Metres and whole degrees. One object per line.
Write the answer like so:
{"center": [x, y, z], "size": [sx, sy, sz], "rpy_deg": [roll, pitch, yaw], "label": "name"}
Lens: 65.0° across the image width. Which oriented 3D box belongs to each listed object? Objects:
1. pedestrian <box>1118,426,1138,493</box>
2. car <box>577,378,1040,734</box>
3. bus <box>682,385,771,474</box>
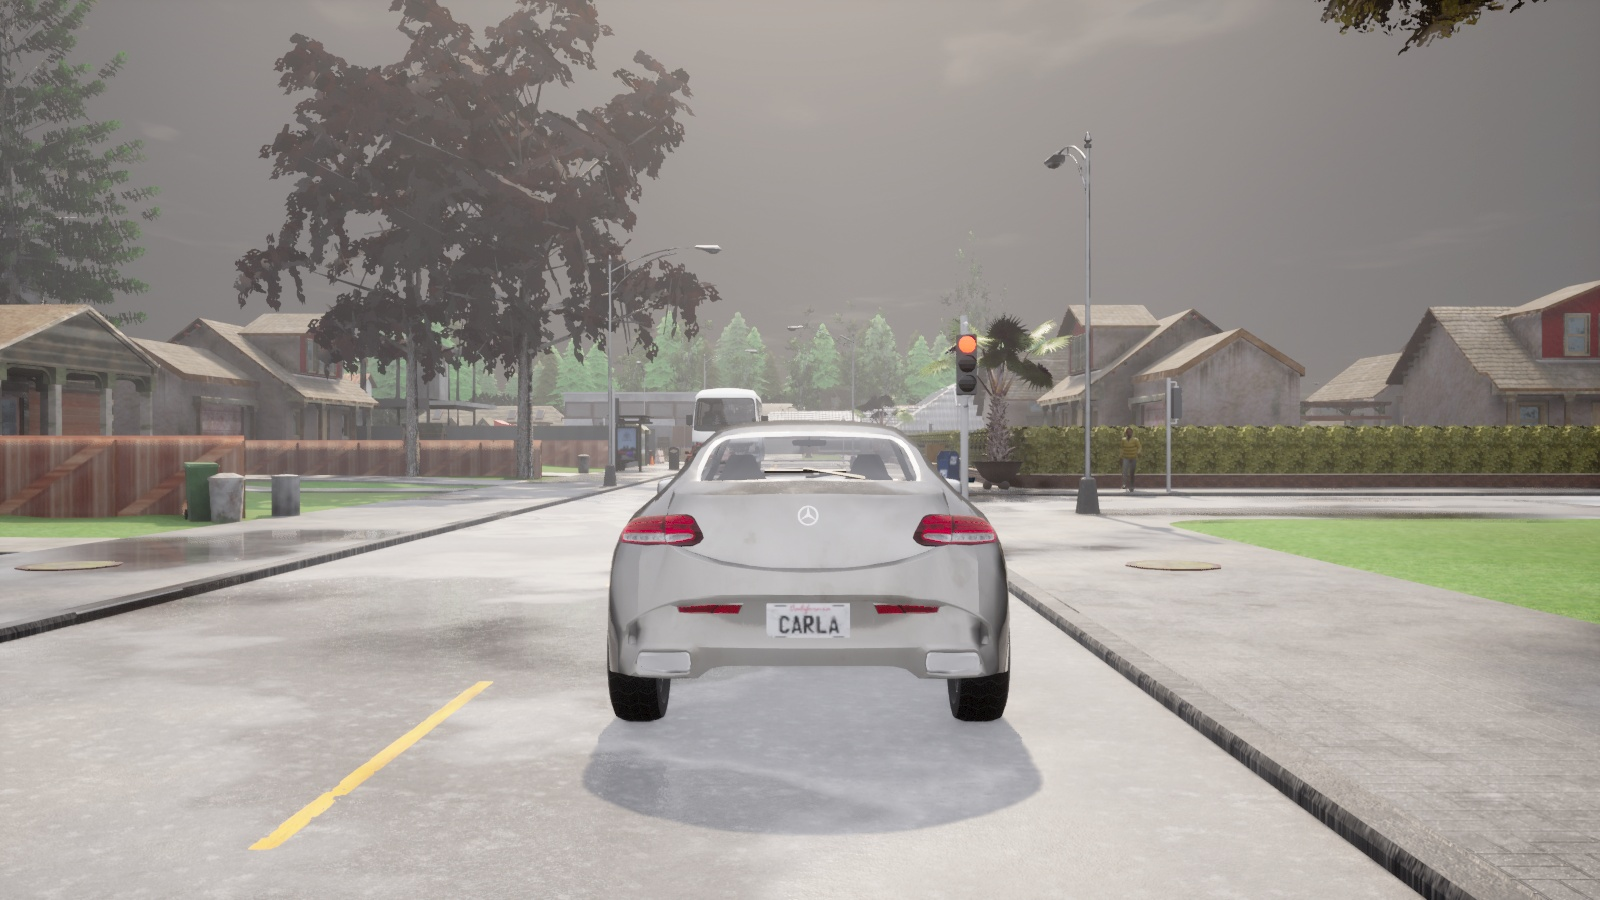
{"center": [9.208, 0.264, 35.208], "size": [0.431, 1.840, 0.709], "rpy_deg": [0, 0, 24], "label": "pedestrian"}
{"center": [0.062, 0.478, 8.355], "size": [2.152, 1.651, 5.027], "rpy_deg": [0, 0, 1], "label": "car"}
{"center": [-3.622, -1.001, 65.183], "size": [3.944, 4.253, 10.273], "rpy_deg": [0, 0, 0], "label": "bus"}
